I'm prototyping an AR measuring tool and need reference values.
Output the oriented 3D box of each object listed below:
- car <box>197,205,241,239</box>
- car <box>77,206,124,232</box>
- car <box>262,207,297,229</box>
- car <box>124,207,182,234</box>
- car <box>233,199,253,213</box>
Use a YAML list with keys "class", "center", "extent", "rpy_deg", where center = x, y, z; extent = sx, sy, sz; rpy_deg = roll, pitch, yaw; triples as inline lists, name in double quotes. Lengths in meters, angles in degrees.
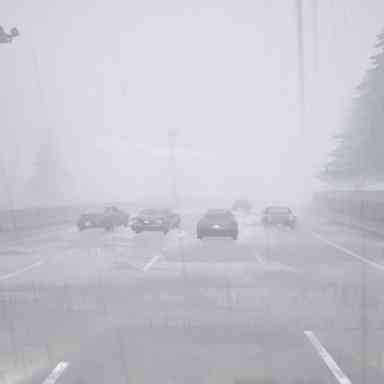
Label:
- class: "car"
  center: [1.409, 1.584, 17.421]
  extent: [1.994, 1.385, 4.181]
  rpy_deg: [0, 0, 8]
- class: "car"
  center: [-5.277, 1.546, 20.198]
  extent: [1.812, 1.442, 4.674]
  rpy_deg: [0, 0, 8]
- class: "car"
  center: [5.577, 1.627, 21.762]
  extent: [1.895, 1.301, 4.718]
  rpy_deg: [0, 0, 10]
- class: "car"
  center: [-1.919, 1.568, 19.280]
  extent: [2.033, 1.411, 5.357]
  rpy_deg: [0, 0, 8]
- class: "car"
  center: [5.809, 1.546, 37.903]
  extent: [1.837, 1.490, 4.892]
  rpy_deg: [0, -1, 17]
